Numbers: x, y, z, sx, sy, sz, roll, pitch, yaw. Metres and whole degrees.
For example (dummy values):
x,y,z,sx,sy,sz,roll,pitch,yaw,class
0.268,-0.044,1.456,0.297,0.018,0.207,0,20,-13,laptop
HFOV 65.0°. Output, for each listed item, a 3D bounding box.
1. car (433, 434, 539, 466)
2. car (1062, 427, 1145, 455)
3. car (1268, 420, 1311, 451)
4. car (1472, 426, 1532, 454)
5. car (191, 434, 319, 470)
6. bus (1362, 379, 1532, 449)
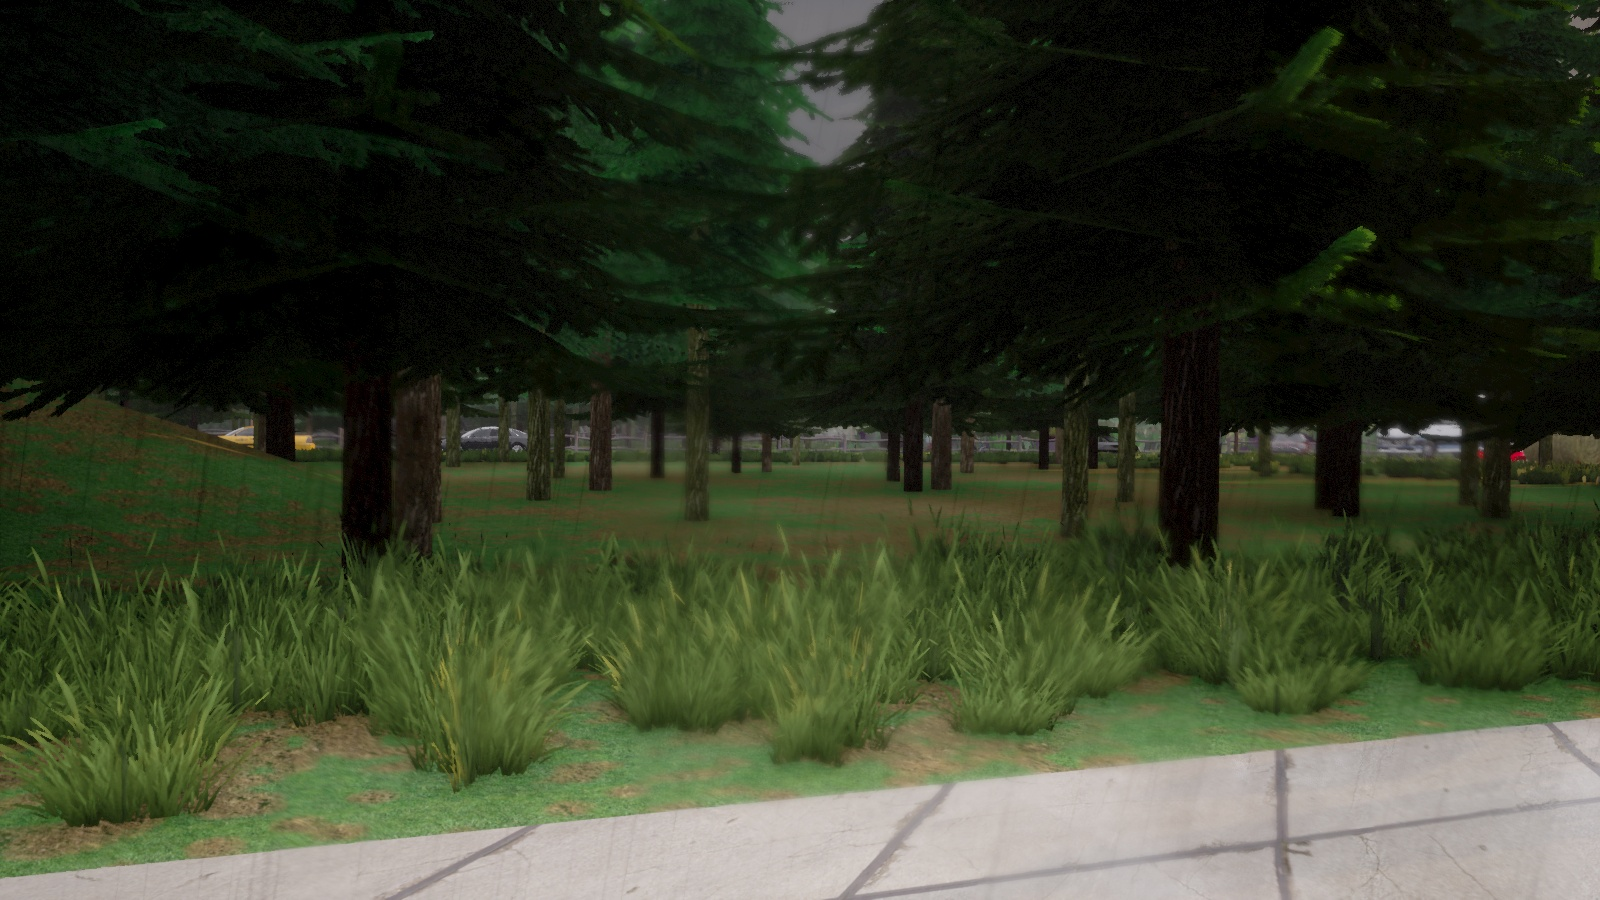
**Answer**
x,y,z,sx,sy,sz,roll,pitch,yaw,class
-15.475,-0.037,61.913,4.892,1.490,1.837,-1,1,-21,car
16.977,-0.523,70.245,4.193,1.474,1.816,-1,1,-19,car
28.909,-0.853,74.114,2.097,1.767,4.553,0,1,25,car
35.318,-0.531,63.238,1.481,1.376,2.207,-1,1,-22,car
-25.178,0.062,58.221,5.366,1.575,1.801,-1,1,-21,car
42.696,-2.397,82.887,10.273,4.253,3.944,-2,1,-19,bus
